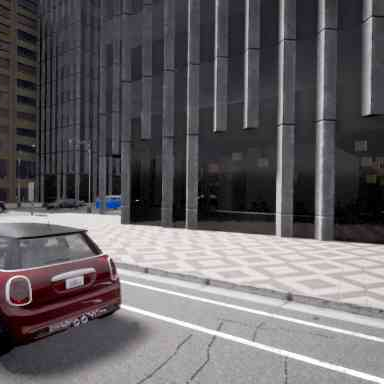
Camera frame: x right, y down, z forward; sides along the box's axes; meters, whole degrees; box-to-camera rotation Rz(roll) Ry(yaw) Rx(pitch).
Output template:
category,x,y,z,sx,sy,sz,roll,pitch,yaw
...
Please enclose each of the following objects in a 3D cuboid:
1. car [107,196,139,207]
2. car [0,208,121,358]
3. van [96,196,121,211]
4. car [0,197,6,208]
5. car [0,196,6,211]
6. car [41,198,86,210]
category,x,y,z,sx,sy,sz,roll,pitch,yaw
car,-10.175,1.428,49.565,1.812,1.442,4.674,1,1,36
car,-3.463,1.349,6.149,4.553,1.767,2.097,0,0,35
van,-9.659,1.339,40.257,1.690,1.788,3.998,1,1,36
car,-21.513,1.278,33.774,2.097,1.767,4.553,1,1,35
car,-22.942,1.324,36.422,1.967,1.590,4.097,1,1,36
car,-15.924,1.461,41.595,2.033,1.411,5.357,1,1,36
